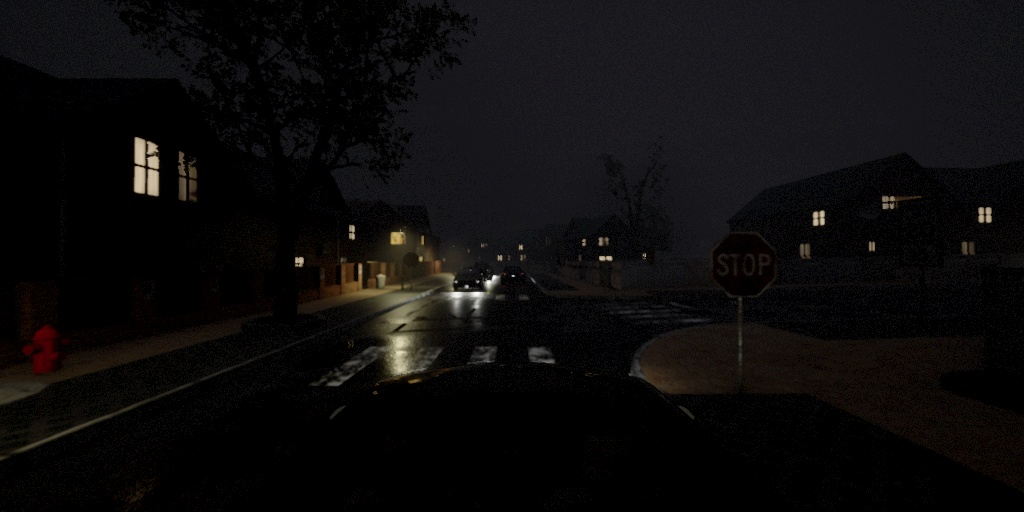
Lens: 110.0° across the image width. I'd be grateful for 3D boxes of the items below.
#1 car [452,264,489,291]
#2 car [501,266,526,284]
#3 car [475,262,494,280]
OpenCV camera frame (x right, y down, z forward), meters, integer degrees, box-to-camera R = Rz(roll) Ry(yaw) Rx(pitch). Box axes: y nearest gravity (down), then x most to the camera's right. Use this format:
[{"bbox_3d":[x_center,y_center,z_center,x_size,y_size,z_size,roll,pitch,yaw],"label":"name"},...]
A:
[{"bbox_3d":[-2.798,1.470,24.120,2.033,1.411,5.357,0,0,-2],"label":"car"},{"bbox_3d":[0.094,1.528,29.718,1.994,1.385,4.181,0,0,0],"label":"car"},{"bbox_3d":[-2.933,1.354,34.690,2.097,1.767,4.553,0,0,-1],"label":"car"}]
